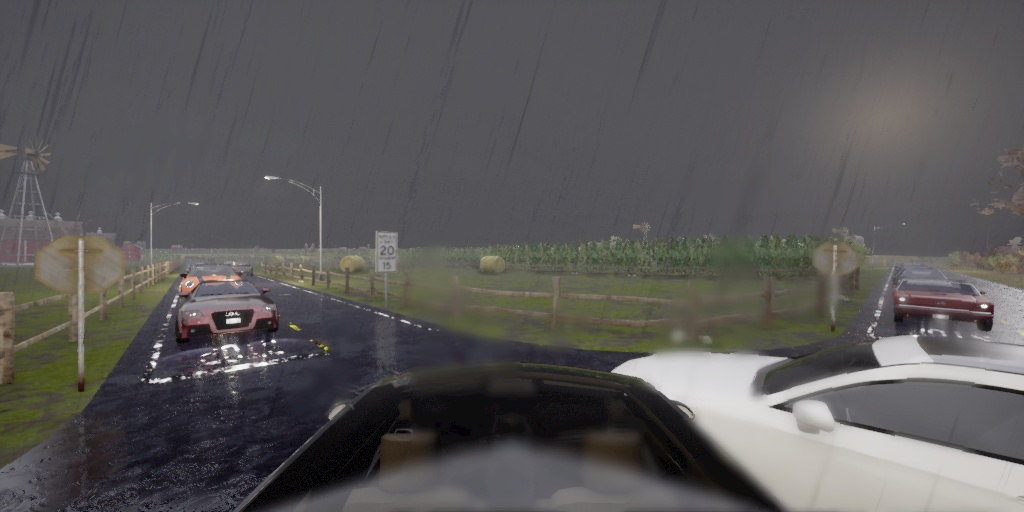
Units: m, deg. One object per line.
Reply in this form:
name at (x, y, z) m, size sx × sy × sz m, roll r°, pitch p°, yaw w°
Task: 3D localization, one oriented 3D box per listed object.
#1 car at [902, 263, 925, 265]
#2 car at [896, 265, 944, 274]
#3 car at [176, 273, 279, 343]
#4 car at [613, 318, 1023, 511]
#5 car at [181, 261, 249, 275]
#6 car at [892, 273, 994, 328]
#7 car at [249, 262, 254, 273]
car at (27.349, 1.398, 24.255) m, size 4.181 × 1.385 × 1.994 m, roll 0°, pitch 1°, yaw -43°
car at (20.594, 1.361, 18.000) m, size 5.357 × 1.411 × 2.033 m, roll 0°, pitch 1°, yaw -43°
car at (-7.941, 1.354, 9.961) m, size 1.994 × 1.385 × 4.181 m, roll 0°, pitch 0°, yaw -43°
car at (2.838, 1.294, 2.375) m, size 1.812 × 1.442 × 4.674 m, roll 0°, pitch 1°, yaw -44°
car at (-13.718, 1.138, 16.444) m, size 2.097 × 1.767 × 4.553 m, roll 0°, pitch 0°, yaw -42°
car at (13.517, 1.397, 11.437) m, size 4.718 × 1.301 × 1.895 m, roll 0°, pitch 1°, yaw -43°
car at (-26.983, 1.280, 35.673) m, size 2.128 × 1.511 × 4.902 m, roll 0°, pitch 0°, yaw -41°
